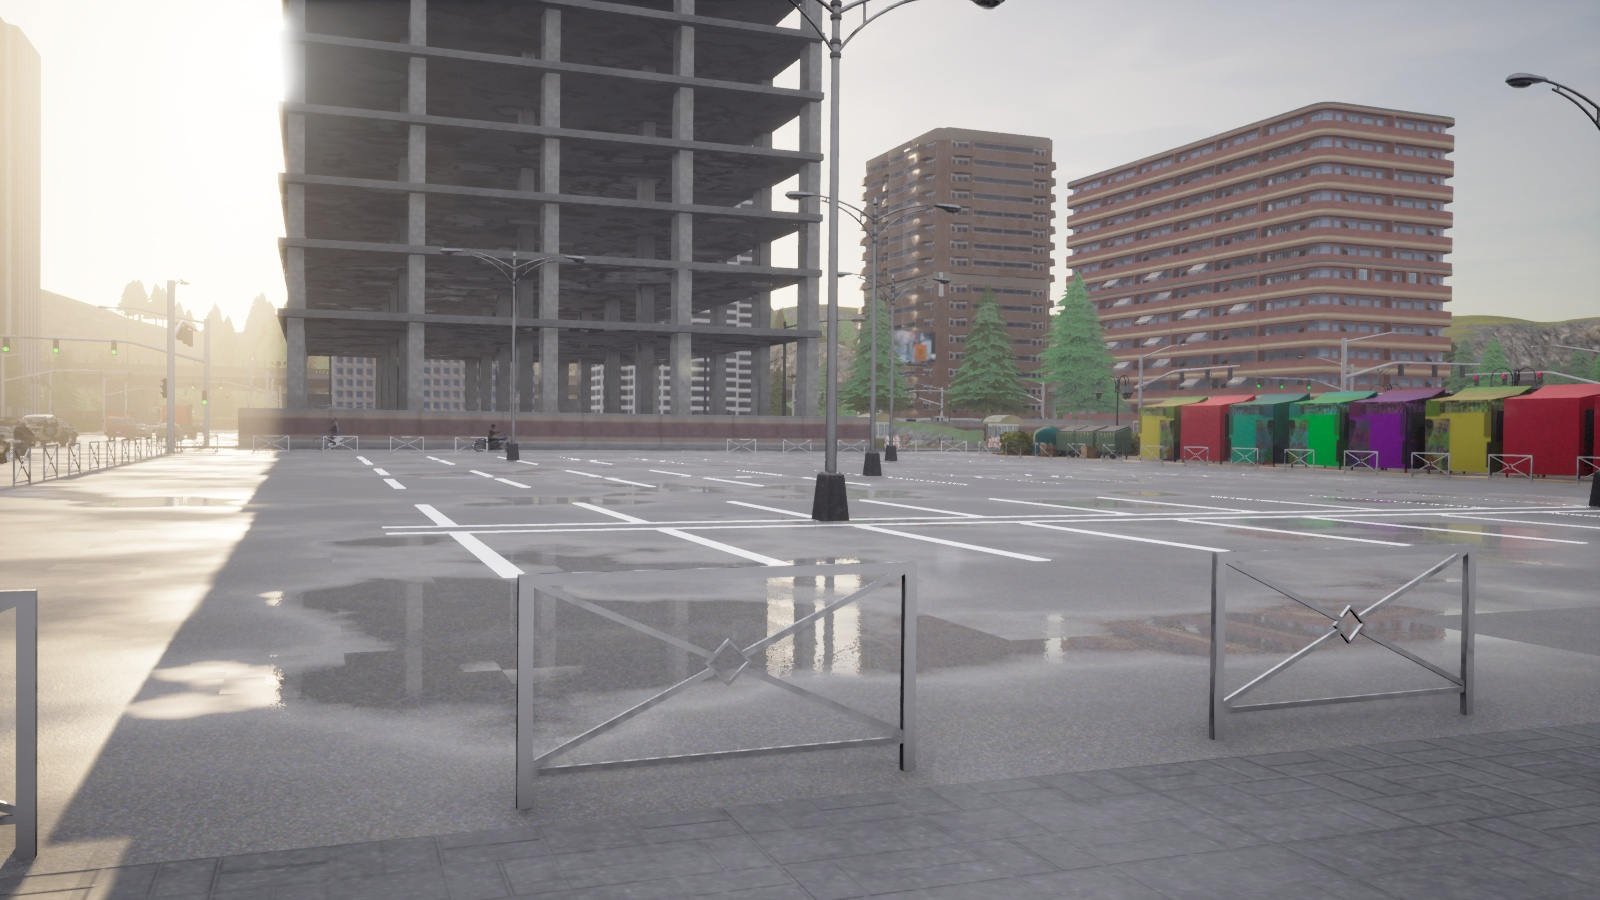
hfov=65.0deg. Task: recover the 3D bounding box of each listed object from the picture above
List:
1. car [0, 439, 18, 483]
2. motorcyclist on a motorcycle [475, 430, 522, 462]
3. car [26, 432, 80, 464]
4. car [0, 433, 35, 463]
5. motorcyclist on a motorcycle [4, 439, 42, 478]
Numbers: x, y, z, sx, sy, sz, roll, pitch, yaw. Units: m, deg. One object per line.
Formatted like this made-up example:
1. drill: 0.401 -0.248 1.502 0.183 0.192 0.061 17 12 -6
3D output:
1. car: -28.942 0.401 43.616 2.163 1.488 4.792 -1 1 -21
2. motorcyclist on a motorcycle: -16.041 -0.220 66.773 2.350 1.649 0.766 -1 1 -21
3. car: -45.569 -0.140 76.661 1.932 1.855 4.605 -1 1 -20
4. car: -51.124 -0.155 81.270 1.932 1.855 4.605 -1 1 -21
5. motorcyclist on a motorcycle: -32.203 0.334 52.068 0.866 1.530 2.191 -1 1 -20
